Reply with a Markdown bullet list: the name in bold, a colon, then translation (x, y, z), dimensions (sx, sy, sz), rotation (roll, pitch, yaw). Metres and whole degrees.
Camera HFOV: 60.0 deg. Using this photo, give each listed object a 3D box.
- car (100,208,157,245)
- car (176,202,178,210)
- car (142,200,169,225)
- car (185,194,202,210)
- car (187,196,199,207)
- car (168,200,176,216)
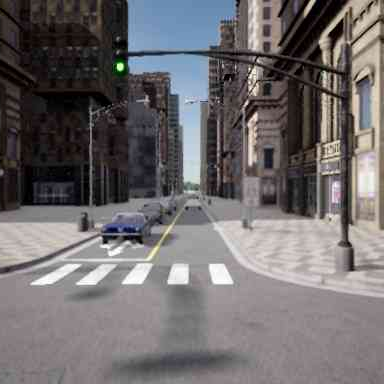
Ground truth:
- **car**: translation (-3.057, 1.700, 16.390), dimensions (1.895, 1.301, 4.718), rotation (0, 0, 0)
- **car**: translation (-2.940, 1.773, 45.728), dimensions (2.033, 1.411, 5.357), rotation (0, 0, 1)
- **car**: translation (-3.041, 1.644, 25.720), dimensions (1.837, 1.490, 4.892), rotation (0, 0, 0)
- **car**: translation (0.216, 1.444, 47.191), dimensions (2.150, 2.045, 5.566), rotation (0, 0, 1)
- **car**: translation (0.162, 1.621, 57.617), dimensions (2.097, 1.767, 4.553), rotation (0, 0, 0)
- **car**: translation (-3.006, 1.705, 35.050), dimensions (1.812, 1.442, 4.674), rotation (0, 0, 0)
